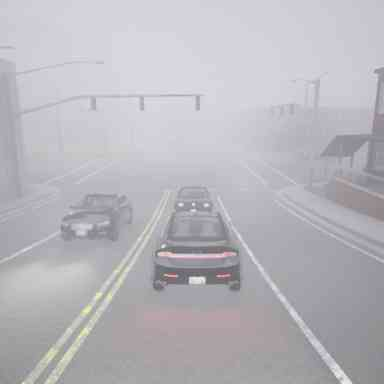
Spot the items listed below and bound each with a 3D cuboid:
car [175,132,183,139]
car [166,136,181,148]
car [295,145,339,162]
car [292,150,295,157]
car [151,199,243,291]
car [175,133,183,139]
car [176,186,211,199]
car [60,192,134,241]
[{"bbox_3d":[-3.499,-15.329,90.287,1.837,1.490,4.892,0,12,0],"label":"car"},{"bbox_3d":[-3.559,-8.878,61.044,1.837,1.490,4.892,0,12,0],"label":"car"},{"bbox_3d":[15.803,-4.742,41.549,4.553,1.767,2.097,0,12,0],"label":"car"},{"bbox_3d":[15.969,-5.495,44.967,4.553,1.767,2.097,0,12,0],"label":"car"},{"bbox_3d":[0.099,1.220,8.373,2.128,1.511,4.902,0,4,0],"label":"car"},{"bbox_3d":[-3.500,-12.045,75.648,1.994,1.385,4.181,0,12,0],"label":"car"},{"bbox_3d":[0.084,0.326,18.080,1.895,1.301,4.718,0,8,0],"label":"car"},{"bbox_3d":[-3.562,0.821,13.165,2.128,1.511,4.902,0,6,0],"label":"car"}]
